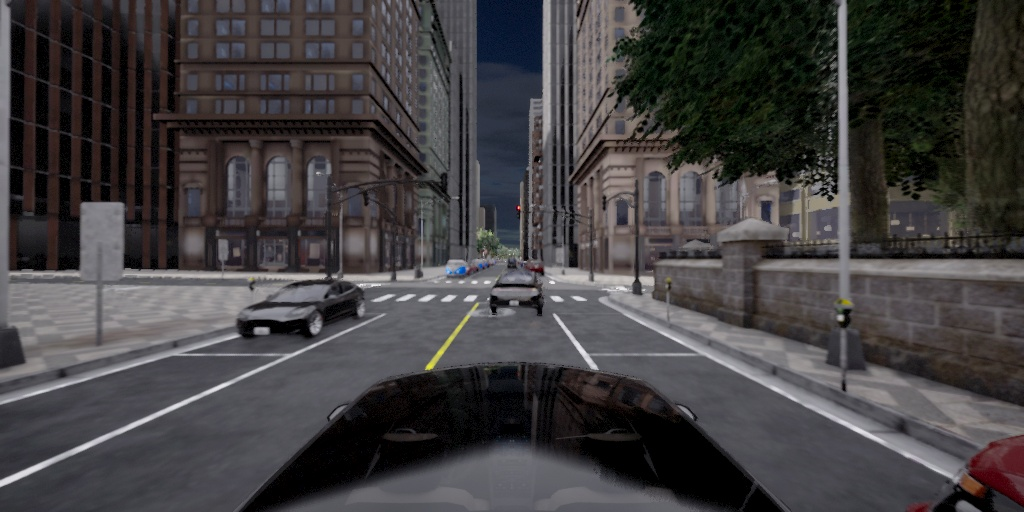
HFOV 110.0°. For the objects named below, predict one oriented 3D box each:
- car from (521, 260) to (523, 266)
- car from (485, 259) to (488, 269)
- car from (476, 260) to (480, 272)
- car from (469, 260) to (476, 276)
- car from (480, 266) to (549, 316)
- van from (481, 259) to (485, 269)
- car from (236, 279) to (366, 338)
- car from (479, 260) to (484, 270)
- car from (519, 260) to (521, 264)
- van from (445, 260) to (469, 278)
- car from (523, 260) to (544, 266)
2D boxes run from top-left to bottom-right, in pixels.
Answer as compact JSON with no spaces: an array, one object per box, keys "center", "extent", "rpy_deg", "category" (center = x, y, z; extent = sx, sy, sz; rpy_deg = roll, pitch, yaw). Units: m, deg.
[{"center":[2.749,1.389,47.986],"extent":[2.192,1.841,5.009],"rpy_deg":[0,0,0],"category":"car"},{"center":[-5.781,1.748,64.299],"extent":[1.888,1.381,4.507],"rpy_deg":[0,0,0],"category":"car"},{"center":[-5.776,1.619,47.975],"extent":[1.888,1.381,4.507],"rpy_deg":[0,0,0],"category":"car"},{"center":[-5.774,1.471,42.534],"extent":[1.967,1.591,4.097],"rpy_deg":[0,0,0],"category":"car"},{"center":[0.360,1.320,13.922],"extent":[2.128,1.511,4.902],"rpy_deg":[0,0,7],"category":"car"},{"center":[-5.779,1.500,58.857],"extent":[1.690,1.789,3.998],"rpy_deg":[0,0,0],"category":"van"},{"center":[-5.765,1.371,10.438],"extent":[1.948,1.339,4.313],"rpy_deg":[0,0,0],"category":"car"},{"center":[-5.778,1.682,53.416],"extent":[1.948,1.339,4.313],"rpy_deg":[0,0,0],"category":"car"},{"center":[2.745,1.754,64.308],"extent":[2.007,1.370,4.403],"rpy_deg":[0,0,0],"category":"car"},{"center":[-5.773,1.332,37.094],"extent":[1.690,1.789,3.998],"rpy_deg":[0,0,0],"category":"van"},{"center":[2.751,1.347,42.545],"extent":[2.192,1.841,5.009],"rpy_deg":[0,0,0],"category":"car"}]
